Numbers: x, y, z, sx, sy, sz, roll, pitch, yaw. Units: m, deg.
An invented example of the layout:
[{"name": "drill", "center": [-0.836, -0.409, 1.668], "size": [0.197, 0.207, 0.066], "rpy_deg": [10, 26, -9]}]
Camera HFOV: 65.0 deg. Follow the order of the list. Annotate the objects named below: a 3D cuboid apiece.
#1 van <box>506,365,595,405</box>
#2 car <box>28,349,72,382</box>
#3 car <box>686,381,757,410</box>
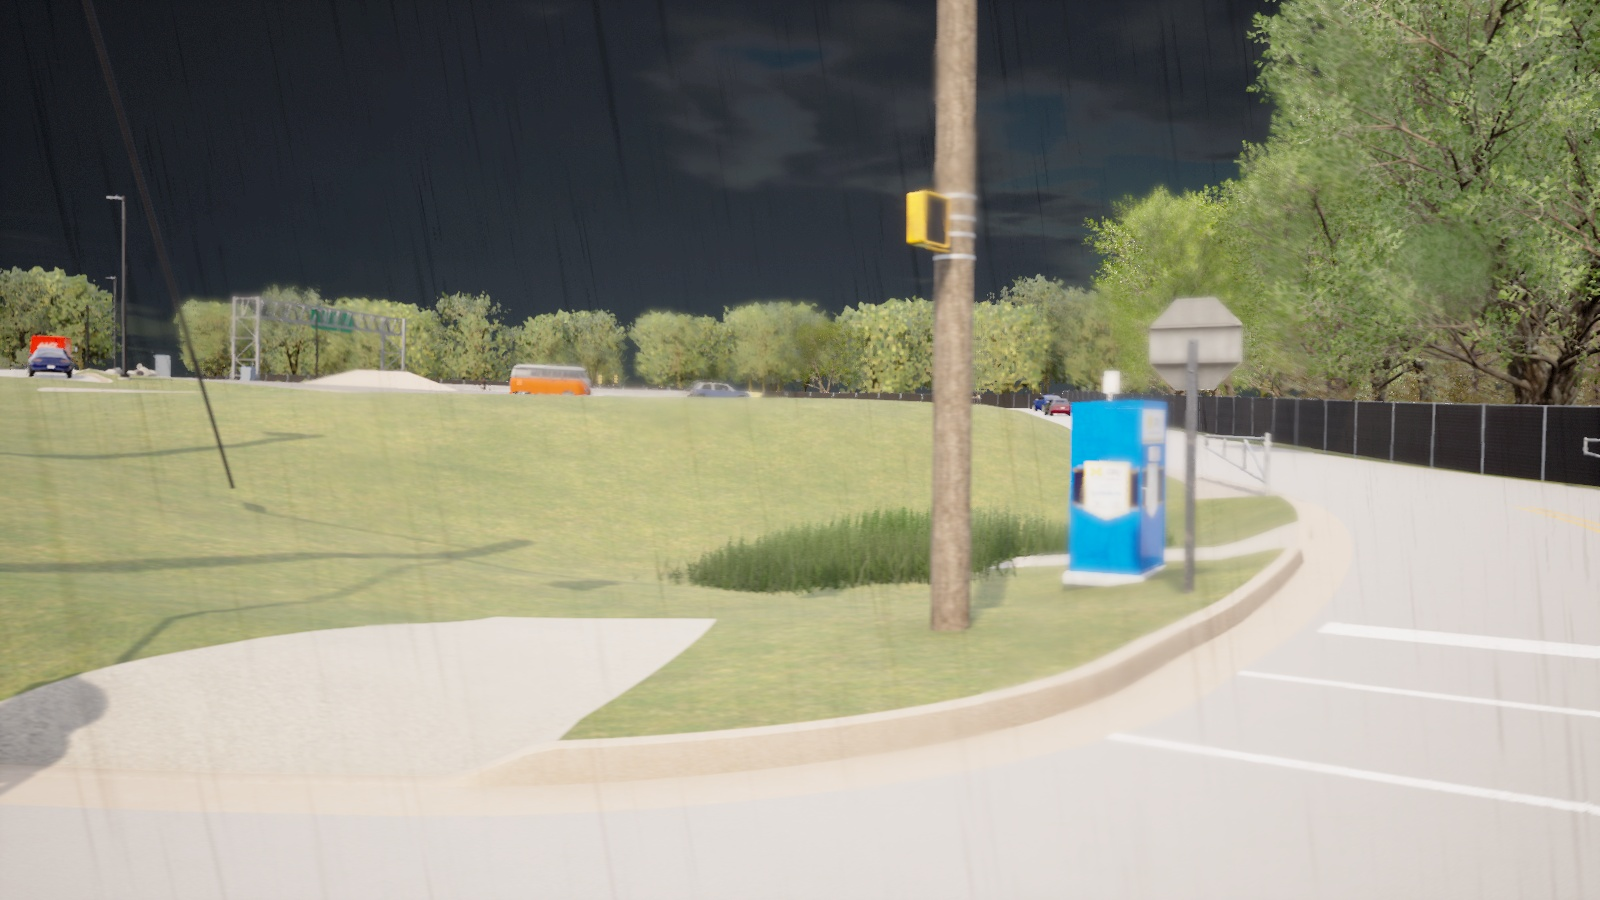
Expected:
[{"name": "van", "center": [-13.687, -3.574, 68.910], "size": [4.442, 1.987, 1.775], "rpy_deg": [3, 4, 2]}, {"name": "car", "center": [-37.857, -4.291, 63.368], "size": [1.812, 1.442, 4.674], "rpy_deg": [0, 5, -31]}, {"name": "car", "center": [-4.627, -3.215, 73.764], "size": [3.806, 1.475, 1.970], "rpy_deg": [2, 3, -15]}]
